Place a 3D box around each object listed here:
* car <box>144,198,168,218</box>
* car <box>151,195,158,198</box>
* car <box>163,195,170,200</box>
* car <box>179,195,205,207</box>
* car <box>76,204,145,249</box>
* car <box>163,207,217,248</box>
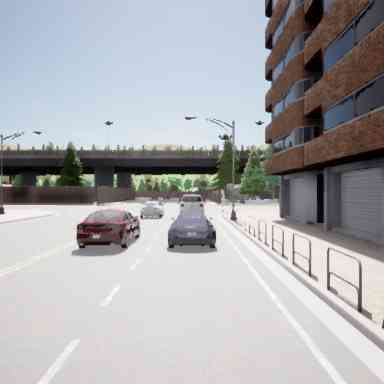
[{"bbox_3d":[-3.500,1.532,29.650,1.812,1.442,4.674,0,0,0],"label":"car"},{"bbox_3d":[-10.610,1.523,94.267,1.812,1.442,4.674,0,0,-3],"label":"car"},{"bbox_3d":[-7.167,1.550,94.945,1.994,1.385,4.181,0,0,-3],"label":"car"},{"bbox_3d":[0.000,1.257,29.680,2.150,2.045,5.566,0,0,0],"label":"car"},{"bbox_3d":[-3.500,1.484,14.650,1.882,1.535,5.008,0,0,0],"label":"car"},{"bbox_3d":[0.000,1.571,14.650,1.994,1.385,4.181,0,0,0],"label":"car"}]
